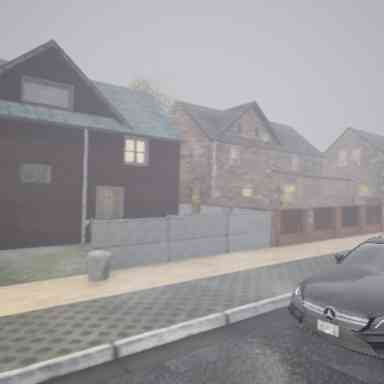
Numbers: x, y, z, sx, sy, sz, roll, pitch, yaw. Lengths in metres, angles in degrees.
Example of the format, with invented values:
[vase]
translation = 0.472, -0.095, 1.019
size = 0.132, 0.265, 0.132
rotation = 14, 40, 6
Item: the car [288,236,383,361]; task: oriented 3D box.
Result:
[car]
translation = 3.669, 1.511, 5.697
size = 4.674, 1.442, 1.812
rotation = 0, 0, -36
